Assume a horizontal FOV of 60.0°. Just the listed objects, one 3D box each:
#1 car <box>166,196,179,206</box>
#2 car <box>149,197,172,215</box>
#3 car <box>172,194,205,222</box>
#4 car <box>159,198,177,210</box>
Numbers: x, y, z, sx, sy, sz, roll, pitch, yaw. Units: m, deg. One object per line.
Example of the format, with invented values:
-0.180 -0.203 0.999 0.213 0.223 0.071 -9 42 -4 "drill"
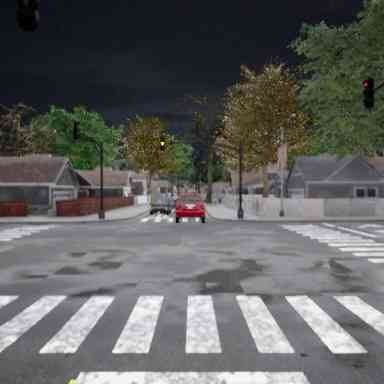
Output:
-3.061 1.476 53.412 1.812 1.442 4.674 0 0 0 "car"
-3.050 1.509 33.273 2.033 1.411 5.357 0 0 0 "car"
-0.134 1.186 25.745 2.150 2.045 5.566 0 0 0 "car"
-3.036 1.519 43.162 1.994 1.385 4.181 0 0 0 "car"
